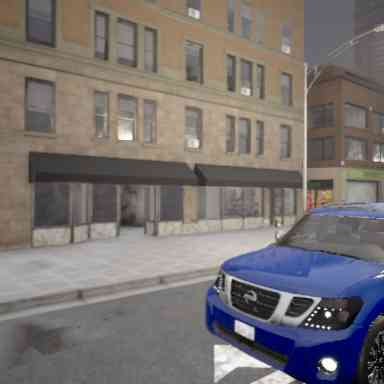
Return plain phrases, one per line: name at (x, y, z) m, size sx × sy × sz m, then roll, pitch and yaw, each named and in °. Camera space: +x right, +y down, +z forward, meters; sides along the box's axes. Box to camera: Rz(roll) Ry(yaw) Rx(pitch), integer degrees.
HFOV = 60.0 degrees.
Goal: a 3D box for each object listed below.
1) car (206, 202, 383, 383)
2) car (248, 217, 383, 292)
car at (2.848, 1.226, 5.409) m, size 5.566 × 2.045 × 2.150 m, roll 0°, pitch 0°, yaw -35°
car at (3.914, 1.558, 9.553) m, size 4.403 × 1.369 × 2.008 m, roll 0°, pitch 0°, yaw -36°
